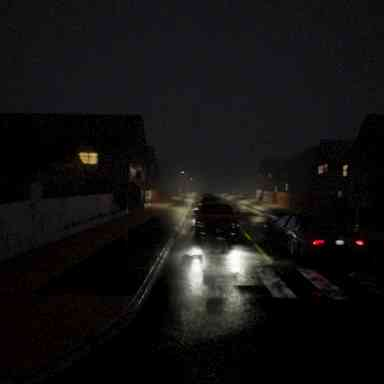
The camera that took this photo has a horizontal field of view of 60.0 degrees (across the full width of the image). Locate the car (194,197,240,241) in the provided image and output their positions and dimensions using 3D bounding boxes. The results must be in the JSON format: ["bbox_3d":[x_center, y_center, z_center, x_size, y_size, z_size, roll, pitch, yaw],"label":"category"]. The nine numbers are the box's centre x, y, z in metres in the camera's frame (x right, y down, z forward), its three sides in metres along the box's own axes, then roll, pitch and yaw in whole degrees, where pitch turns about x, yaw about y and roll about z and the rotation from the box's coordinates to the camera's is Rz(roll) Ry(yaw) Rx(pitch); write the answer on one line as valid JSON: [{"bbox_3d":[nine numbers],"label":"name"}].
[{"bbox_3d":[1.137,1.239,15.733,1.882,1.535,5.008,1,1,2],"label":"car"}]

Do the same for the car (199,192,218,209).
[{"bbox_3d":[1.788,0.881,36.653,1.837,1.490,4.892,1,3,2],"label":"car"}]

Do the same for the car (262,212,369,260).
[{"bbox_3d":[4.092,1.449,12.027,2.033,1.411,5.357,1,1,-4],"label":"car"}]

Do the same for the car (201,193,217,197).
[{"bbox_3d":[1.449,1.084,25.776,1.837,1.490,4.892,1,1,2],"label":"car"}]
